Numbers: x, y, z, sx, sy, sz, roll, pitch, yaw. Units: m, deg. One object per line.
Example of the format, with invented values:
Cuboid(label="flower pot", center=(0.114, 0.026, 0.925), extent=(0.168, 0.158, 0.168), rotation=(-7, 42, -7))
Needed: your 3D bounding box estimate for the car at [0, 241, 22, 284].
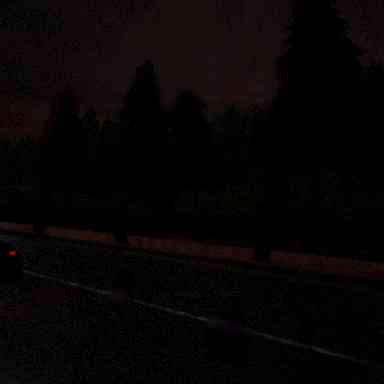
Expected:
Cuboid(label="car", center=(-6.145, 1.558, 8.375), extent=(4.181, 1.385, 1.994), rotation=(0, 0, 36))
